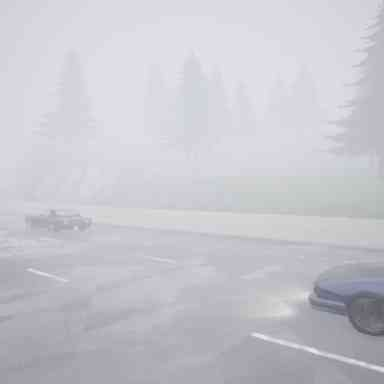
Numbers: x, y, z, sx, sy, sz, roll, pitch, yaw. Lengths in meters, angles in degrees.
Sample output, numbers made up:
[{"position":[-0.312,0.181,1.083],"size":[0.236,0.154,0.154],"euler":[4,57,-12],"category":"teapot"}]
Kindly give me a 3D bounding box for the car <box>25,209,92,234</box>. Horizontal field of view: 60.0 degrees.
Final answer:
[{"position":[-7.919,1.639,19.392],"size":[4.718,1.301,1.895],"euler":[0,0,41],"category":"car"}]

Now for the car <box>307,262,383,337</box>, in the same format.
[{"position":[4.659,1.584,4.987],"size":[5.357,1.411,2.033],"euler":[0,0,35],"category":"car"}]
